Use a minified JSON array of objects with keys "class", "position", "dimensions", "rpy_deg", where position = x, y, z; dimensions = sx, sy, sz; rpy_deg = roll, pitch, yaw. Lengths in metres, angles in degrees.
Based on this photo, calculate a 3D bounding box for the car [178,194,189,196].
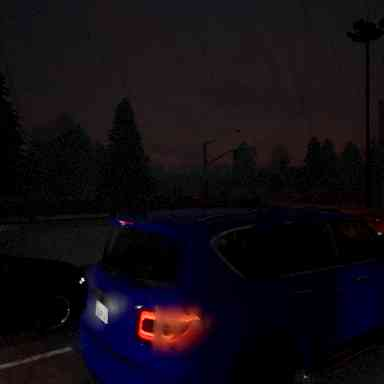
[{"class":"car","position":[-1.371,1.110,61.649],"dimensions":[2.097,1.767,4.553],"rpy_deg":[-1,0,-35]}]

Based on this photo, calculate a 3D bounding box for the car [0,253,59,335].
[{"class":"car","position":[-3.782,1.564,5.339],"dimensions":[4.181,1.385,1.994],"rpy_deg":[0,0,-36]}]

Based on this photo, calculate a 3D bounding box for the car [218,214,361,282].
[{"class":"car","position":[3.063,1.512,10.201],"dimensions":[4.181,1.385,1.994],"rpy_deg":[-1,0,-34]}]

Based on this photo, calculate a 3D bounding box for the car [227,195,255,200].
[{"class":"car","position":[5.871,1.379,45.230],"dimensions":[1.895,1.301,4.718],"rpy_deg":[-1,0,-35]}]

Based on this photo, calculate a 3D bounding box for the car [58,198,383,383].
[{"class":"car","position":[1.342,1.205,4.685],"dimensions":[5.566,2.045,2.150],"rpy_deg":[-1,0,-35]}]

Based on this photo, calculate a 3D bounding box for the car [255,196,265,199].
[{"class":"car","position":[9.217,1.244,46.644],"dimensions":[2.128,1.511,4.902],"rpy_deg":[-1,0,-36]}]
